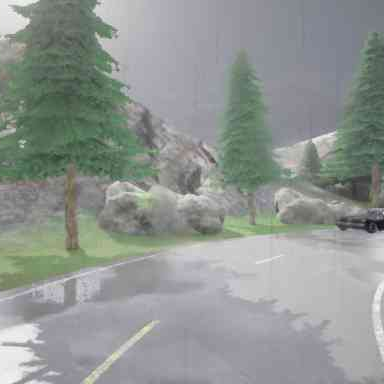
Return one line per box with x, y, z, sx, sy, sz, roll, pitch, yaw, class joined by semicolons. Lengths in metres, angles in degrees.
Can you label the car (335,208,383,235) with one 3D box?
10.367;1.605;19.025;4.718;1.301;1.895;0;0;-31;car
